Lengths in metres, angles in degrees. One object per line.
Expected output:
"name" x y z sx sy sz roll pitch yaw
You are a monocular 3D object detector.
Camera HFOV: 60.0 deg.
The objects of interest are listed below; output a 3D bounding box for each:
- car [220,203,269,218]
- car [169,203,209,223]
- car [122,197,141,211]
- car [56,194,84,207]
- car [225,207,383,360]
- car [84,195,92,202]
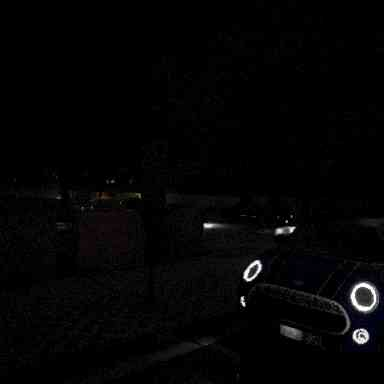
"car" 4.272 1.459 22.811 2.033 1.411 5.357 0 0 -38
"car" -0.690 1.456 23.879 1.994 1.385 4.181 0 0 -38
"car" -5.695 1.327 35.558 1.882 1.535 5.008 0 0 -38
"car" -16.773 1.198 44.537 2.033 1.411 5.357 0 1 -38
"car" 2.724 1.267 6.182 2.097 1.767 4.553 5 3 38
"car" -16.491 1.159 49.514 1.837 1.490 4.892 0 1 -38
